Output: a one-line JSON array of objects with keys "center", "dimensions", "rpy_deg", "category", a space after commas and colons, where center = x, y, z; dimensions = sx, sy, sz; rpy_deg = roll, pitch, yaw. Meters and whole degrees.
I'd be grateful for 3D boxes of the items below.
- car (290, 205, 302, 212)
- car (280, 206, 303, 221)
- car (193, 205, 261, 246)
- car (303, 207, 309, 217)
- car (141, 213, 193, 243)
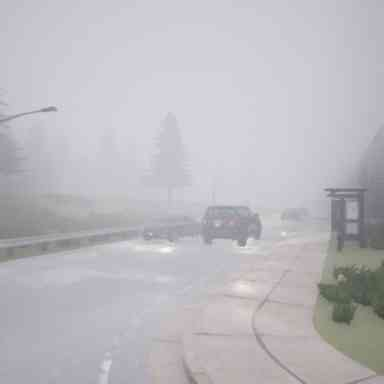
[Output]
[{"center": [24.096, 3.847, 76.856], "dimensions": [2.033, 1.411, 5.357], "rpy_deg": [0, -2, 24], "category": "car"}, {"center": [12.057, 2.742, 40.593], "dimensions": [1.812, 1.442, 4.674], "rpy_deg": [0, -2, 24], "category": "car"}, {"center": [2.304, 1.751, 18.501], "dimensions": [2.150, 2.045, 5.566], "rpy_deg": [0, -2, 24], "category": "car"}, {"center": [16.899, 3.086, 51.681], "dimensions": [1.812, 1.442, 4.674], "rpy_deg": [0, -1, 24], "category": "car"}, {"center": [-1.151, 2.030, 19.518], "dimensions": [1.837, 1.490, 4.892], "rpy_deg": [0, -2, 24], "category": "car"}]
